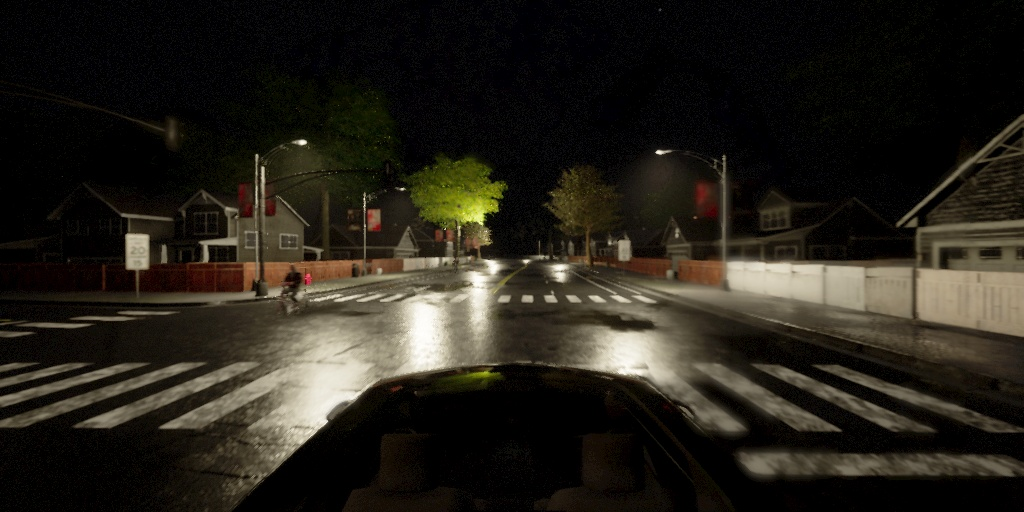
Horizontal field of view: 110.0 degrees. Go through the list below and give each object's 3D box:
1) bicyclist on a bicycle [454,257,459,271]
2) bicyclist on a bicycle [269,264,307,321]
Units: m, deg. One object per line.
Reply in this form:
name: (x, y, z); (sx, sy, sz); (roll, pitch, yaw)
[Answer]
bicyclist on a bicycle: (-6.255, 1.014, 40.252); (0.659, 1.776, 1.843); (0, 0, 2)
bicyclist on a bicycle: (-7.232, 1.131, 11.631); (0.659, 1.776, 1.843); (0, 0, 2)
